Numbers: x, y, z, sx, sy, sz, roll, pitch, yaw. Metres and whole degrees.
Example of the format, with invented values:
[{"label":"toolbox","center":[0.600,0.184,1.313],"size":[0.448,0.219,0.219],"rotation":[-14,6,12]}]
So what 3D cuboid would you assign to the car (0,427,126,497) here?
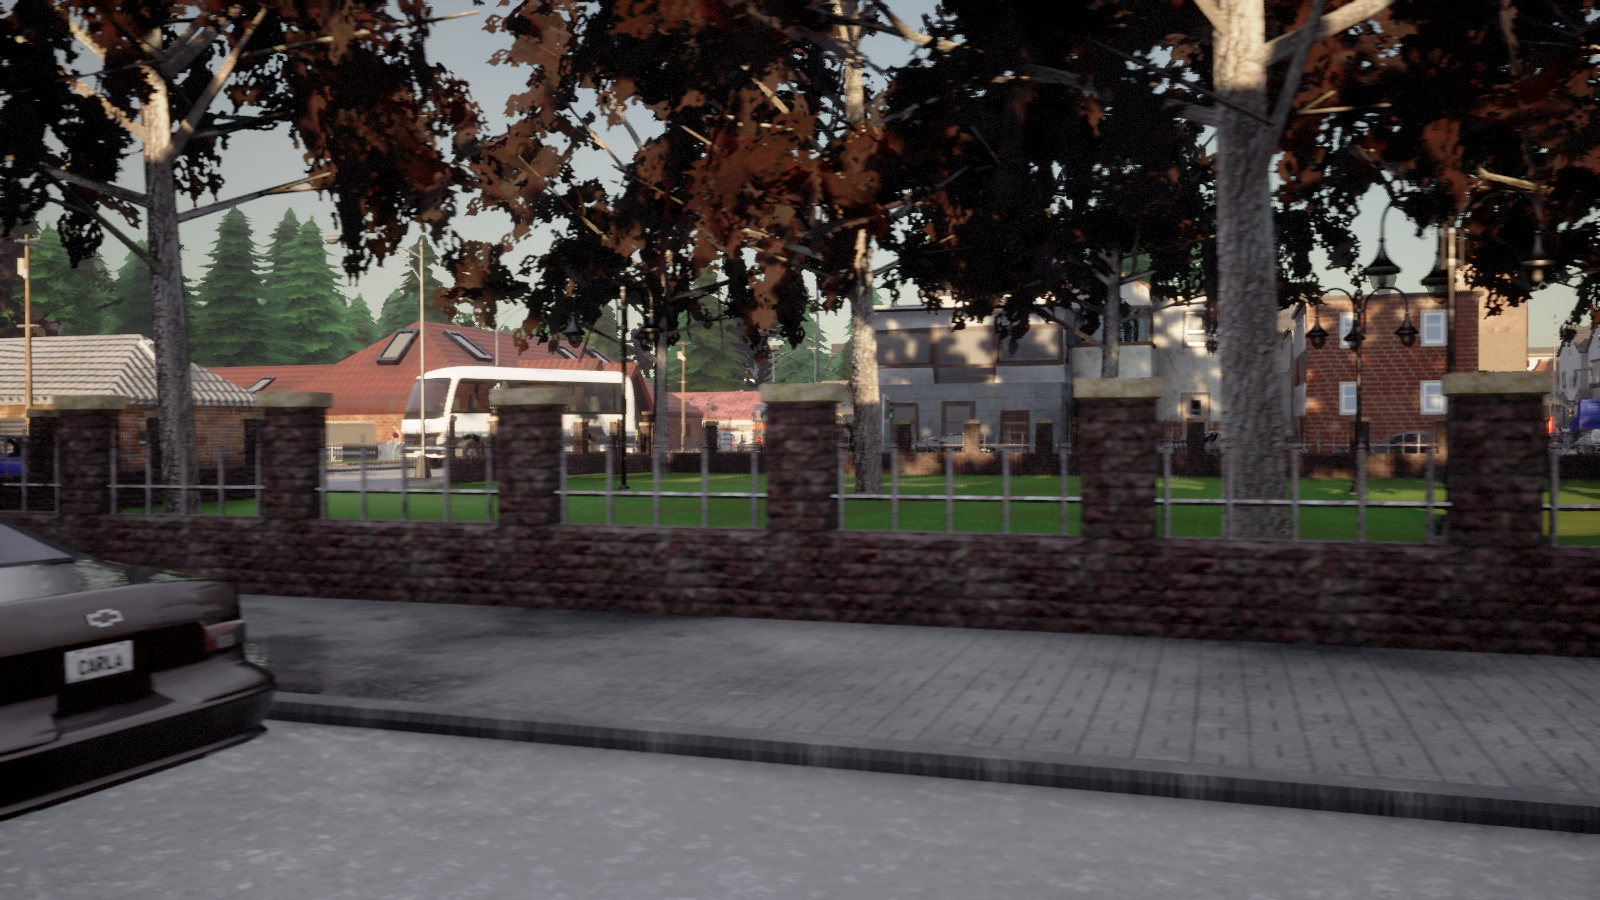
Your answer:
[{"label":"car","center":[-18.077,0.244,28.778],"size":[2.007,1.525,4.514],"rotation":[1,1,17]}]

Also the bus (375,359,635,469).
[{"label":"bus","center":[-12.259,-1.450,53.307],"size":[3.944,4.253,10.273],"rotation":[1,1,43]}]

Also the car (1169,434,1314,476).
[{"label":"car","center":[16.095,0.155,46.010],"size":[4.892,1.490,1.837],"rotation":[0,1,16]}]

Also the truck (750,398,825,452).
[{"label":"truck","center":[-0.844,-1.822,92.480],"size":[2.891,3.827,8.468],"rotation":[1,1,19]}]

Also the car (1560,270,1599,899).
[{"label":"car","center":[4.747,0.529,2.123],"size":[5.566,2.045,2.150],"rotation":[1,1,18]}]

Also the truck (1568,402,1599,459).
[{"label":"truck","center":[50.626,-1.219,78.307],"size":[2.891,3.462,7.936],"rotation":[1,1,19]}]

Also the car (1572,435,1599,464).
[{"label":"car","center":[42.228,-0.045,65.960],"size":[1.812,1.442,4.674],"rotation":[1,1,19]}]

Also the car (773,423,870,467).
[{"label":"car","center":[0.977,-0.261,55.402],"size":[3.866,1.878,1.905],"rotation":[1,1,19]}]

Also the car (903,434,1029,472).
[{"label":"car","center":[6.518,0.089,49.200],"size":[4.674,1.442,1.812],"rotation":[0,1,15]}]

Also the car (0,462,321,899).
[{"label":"car","center":[-4.946,0.769,5.377],"size":[5.357,1.411,2.033],"rotation":[1,1,19]}]

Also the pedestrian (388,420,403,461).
[{"label":"pedestrian","center":[-18.123,-0.438,56.271],"size":[0.594,1.836,0.345],"rotation":[0,1,-32]}]

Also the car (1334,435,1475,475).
[{"label":"car","center":[22.984,0.171,47.957],"size":[4.674,1.442,1.812],"rotation":[1,1,19]}]
